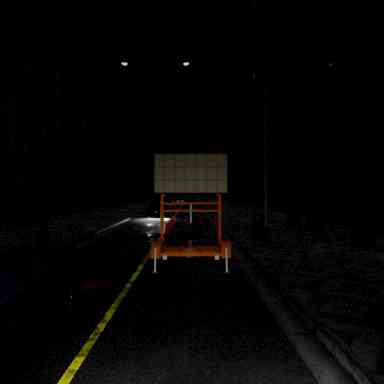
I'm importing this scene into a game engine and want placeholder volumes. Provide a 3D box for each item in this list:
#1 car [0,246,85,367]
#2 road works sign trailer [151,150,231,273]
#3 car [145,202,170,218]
[{"bbox_3d":[-3.115,1.548,4.640,2.033,1.411,5.357,0,0,0],"label":"car"},{"bbox_3d":[-0.036,0.467,10.651,2.380,3.560,2.880,0,0,0],"label":"road works sign trailer"},{"bbox_3d":[-3.111,1.582,30.760,1.994,1.385,4.181,0,0,0],"label":"car"}]
